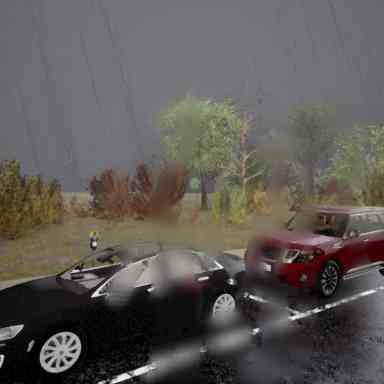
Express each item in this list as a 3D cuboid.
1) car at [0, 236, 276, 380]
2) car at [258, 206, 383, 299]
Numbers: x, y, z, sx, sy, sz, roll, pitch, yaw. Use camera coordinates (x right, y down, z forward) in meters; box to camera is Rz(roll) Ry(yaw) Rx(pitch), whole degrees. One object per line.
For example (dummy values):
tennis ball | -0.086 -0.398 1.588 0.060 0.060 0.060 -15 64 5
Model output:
car | -0.952 1.551 5.406 4.403 1.369 2.008 0 1 -35
car | 3.657 1.317 8.679 5.009 1.841 2.192 0 1 -35
